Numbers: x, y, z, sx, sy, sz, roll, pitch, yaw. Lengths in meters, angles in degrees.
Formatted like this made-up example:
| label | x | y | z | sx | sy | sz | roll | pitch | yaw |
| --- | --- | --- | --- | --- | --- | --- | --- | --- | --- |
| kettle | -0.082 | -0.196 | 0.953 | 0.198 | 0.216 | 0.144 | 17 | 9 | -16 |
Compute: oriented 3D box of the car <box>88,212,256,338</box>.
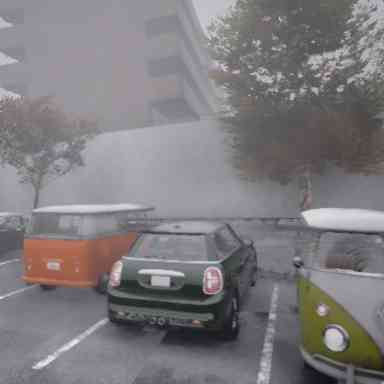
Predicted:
| label | x | y | z | sx | sy | sz | roll | pitch | yaw |
| --- | --- | --- | --- | --- | --- | --- | --- | --- | --- |
| car | 0.131 | 1.386 | 7.029 | 2.185 | 1.767 | 4.553 | 0 | -1 | 16 |

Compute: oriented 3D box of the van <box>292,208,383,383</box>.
| label | x | y | z | sx | sy | sz | roll | pitch | yaw |
| --- | --- | --- | --- | --- | --- | --- | --- | --- | --- |
| van | 2.528 | 1.275 | 5.162 | 1.878 | 1.987 | 4.442 | 0 | -1 | 17 |

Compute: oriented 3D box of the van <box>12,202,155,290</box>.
| label | x | y | z | sx | sy | sz | roll | pitch | yaw |
| --- | --- | --- | --- | --- | --- | --- | --- | --- | --- |
| van | -2.247 | 1.298 | 8.956 | 1.878 | 1.987 | 4.442 | 0 | -1 | 16 |

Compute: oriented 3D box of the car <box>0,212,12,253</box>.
| label | x | y | z | sx | sy | sz | roll | pitch | yaw |
| --- | --- | --- | --- | --- | --- | --- | --- | --- | --- |
| car | -7.119 | 1.543 | 12.398 | 2.231 | 1.521 | 4.892 | 0 | -1 | 16 |
